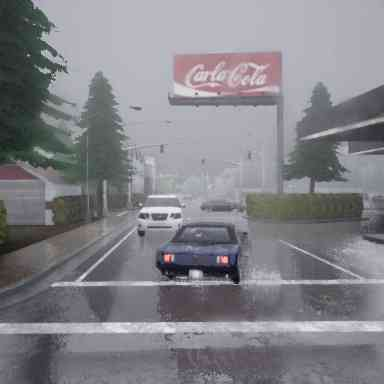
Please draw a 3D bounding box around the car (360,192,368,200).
[{"bbox_3d":[40.095,1.031,79.348,1.932,1.855,4.605,0,0,-3],"label":"car"}]

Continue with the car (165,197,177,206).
[{"bbox_3d":[-3.471,1.517,54.627,1.895,1.301,4.718,0,0,-3],"label":"car"}]

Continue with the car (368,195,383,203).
[{"bbox_3d":[34.711,1.257,60.526,2.007,1.523,4.514,0,0,-3],"label":"car"}]

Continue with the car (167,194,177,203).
[{"bbox_3d":[-4.128,1.267,69.197,2.097,1.767,4.553,0,0,-3],"label":"car"}]

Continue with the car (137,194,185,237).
[{"bbox_3d":[-1.611,1.160,18.031,2.150,2.045,5.566,0,-1,-2],"label":"car"}]

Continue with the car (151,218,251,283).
[{"bbox_3d":[0.600,1.510,9.499,1.895,1.301,4.718,0,0,13],"label":"car"}]

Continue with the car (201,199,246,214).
[{"bbox_3d":[3.343,1.512,35.106,4.902,1.511,2.128,0,2,15],"label":"car"}]

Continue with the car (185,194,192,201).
[{"bbox_3d":[-1.094,1.265,78.474,1.812,1.442,4.674,0,0,-3],"label":"car"}]
